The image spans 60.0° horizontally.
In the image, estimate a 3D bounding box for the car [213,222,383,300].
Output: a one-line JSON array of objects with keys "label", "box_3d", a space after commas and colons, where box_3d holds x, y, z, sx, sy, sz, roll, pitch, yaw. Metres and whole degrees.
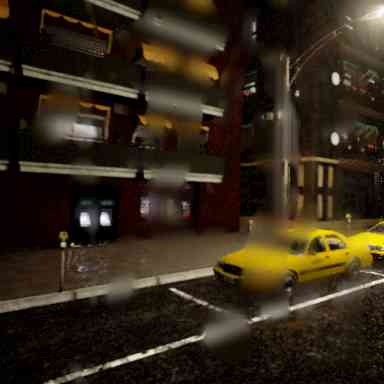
[{"label": "car", "box_3d": [2.750, 1.563, 8.504, 4.829, 1.417, 1.752, 0, 1, -35]}]
